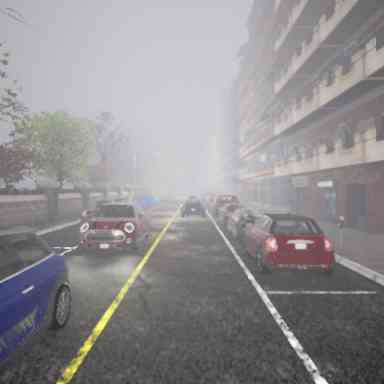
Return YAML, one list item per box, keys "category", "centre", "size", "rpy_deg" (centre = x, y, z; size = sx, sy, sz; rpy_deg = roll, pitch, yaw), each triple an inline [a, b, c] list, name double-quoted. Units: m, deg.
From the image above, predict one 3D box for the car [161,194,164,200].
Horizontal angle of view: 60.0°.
- category: "car"
  centre: [-5.681, 1.152, 49.590]
  size: [2.008, 1.369, 4.403]
  rpy_deg: [0, 0, 0]

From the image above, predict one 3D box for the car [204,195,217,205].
- category: "car"
  centre: [2.699, 1.183, 49.590]
  size: [1.802, 1.307, 4.206]
  rpy_deg: [0, 0, 0]

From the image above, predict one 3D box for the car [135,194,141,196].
- category: "car"
  centre: [-5.684, 1.213, 27.070]
  size: [1.967, 1.590, 4.097]
  rpy_deg: [0, 0, 0]

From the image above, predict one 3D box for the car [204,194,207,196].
- category: "car"
  centre: [2.697, 1.229, 38.329]
  size: [1.887, 1.381, 4.507]
  rpy_deg: [0, 0, 0]

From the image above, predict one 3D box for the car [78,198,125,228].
- category: "car"
  centre: [-5.685, 1.259, 21.441]
  size: [1.967, 1.590, 4.097]
  rpy_deg: [0, 0, 0]

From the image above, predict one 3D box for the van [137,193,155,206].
- category: "van"
  centre: [-5.683, 1.026, 38.329]
  size: [1.690, 1.788, 3.998]
  rpy_deg: [0, 0, 0]

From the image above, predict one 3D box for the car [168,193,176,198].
- category: "car"
  centre: [-5.676, 0.876, 94.633]
  size: [1.802, 1.307, 4.206]
  rpy_deg: [0, 0, 0]

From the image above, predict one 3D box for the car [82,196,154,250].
- category: "car"
  centre: [-2.998, 1.235, 13.619]
  size: [2.097, 1.767, 4.553]
  rpy_deg: [0, 0, 0]

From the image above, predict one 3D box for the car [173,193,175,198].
- category: "car"
  centre: [-5.676, 0.898, 89.003]
  size: [1.947, 1.339, 4.313]
  rpy_deg: [0, 0, 0]

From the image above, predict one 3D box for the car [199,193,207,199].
- category: "car"
  centre: [2.703, 0.921, 83.370]
  size: [2.008, 1.369, 4.403]
  rpy_deg: [0, 0, 0]

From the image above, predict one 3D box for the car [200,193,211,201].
- category: "car"
  centre: [2.701, 0.924, 66.478]
  size: [1.967, 1.590, 4.097]
  rpy_deg: [0, 0, 0]

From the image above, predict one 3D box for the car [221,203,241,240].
- category: "car"
  centre: [2.694, 1.416, 15.810]
  size: [2.008, 1.369, 4.403]
  rpy_deg: [0, 0, 0]

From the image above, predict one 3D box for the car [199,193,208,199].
- category: "car"
  centre: [2.702, 0.974, 77.740]
  size: [1.947, 1.339, 4.313]
  rpy_deg: [0, 0, 0]

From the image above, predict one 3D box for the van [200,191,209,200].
- category: "van"
  centre: [2.702, 0.787, 72.108]
  size: [1.690, 1.788, 3.998]
  rpy_deg: [0, 0, 0]

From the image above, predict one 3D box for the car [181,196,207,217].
- category: "car"
  centre: [0.104, 1.330, 27.974]
  size: [1.994, 1.385, 4.181]
  rpy_deg: [0, 1, 0]

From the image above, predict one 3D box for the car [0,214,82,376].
- category: "car"
  centre: [-3.094, 1.318, 3.726]
  size: [2.097, 1.767, 4.553]
  rpy_deg: [0, 1, 0]

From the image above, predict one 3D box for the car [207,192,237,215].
- category: "car"
  centre: [2.697, 1.088, 27.067]
  size: [2.192, 1.841, 5.009]
  rpy_deg: [0, 0, 0]

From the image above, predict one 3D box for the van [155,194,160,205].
- category: "van"
  centre: [-5.682, 0.983, 43.958]
  size: [1.690, 1.788, 3.998]
  rpy_deg: [0, 0, 0]

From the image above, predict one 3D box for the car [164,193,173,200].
- category: "car"
  centre: [-5.679, 0.973, 71.941]
  size: [1.752, 1.417, 4.829]
  rpy_deg: [0, 0, 0]

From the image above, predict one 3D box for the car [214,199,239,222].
- category: "car"
  centre: [2.695, 1.363, 21.439]
  size: [1.887, 1.381, 4.507]
  rpy_deg: [0, 0, 0]

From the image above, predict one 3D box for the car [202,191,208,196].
- category: "car"
  centre: [2.698, 1.082, 43.958]
  size: [1.967, 1.590, 4.097]
  rpy_deg: [0, 0, 0]

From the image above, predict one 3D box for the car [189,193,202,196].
- category: "car"
  centre: [0.106, 1.147, 46.813]
  size: [1.812, 1.442, 4.674]
  rpy_deg: [0, 0, 0]

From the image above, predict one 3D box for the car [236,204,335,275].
- category: "car"
  centre: [2.694, 1.352, 10.179]
  size: [1.967, 1.590, 4.097]
  rpy_deg: [0, 0, 0]
